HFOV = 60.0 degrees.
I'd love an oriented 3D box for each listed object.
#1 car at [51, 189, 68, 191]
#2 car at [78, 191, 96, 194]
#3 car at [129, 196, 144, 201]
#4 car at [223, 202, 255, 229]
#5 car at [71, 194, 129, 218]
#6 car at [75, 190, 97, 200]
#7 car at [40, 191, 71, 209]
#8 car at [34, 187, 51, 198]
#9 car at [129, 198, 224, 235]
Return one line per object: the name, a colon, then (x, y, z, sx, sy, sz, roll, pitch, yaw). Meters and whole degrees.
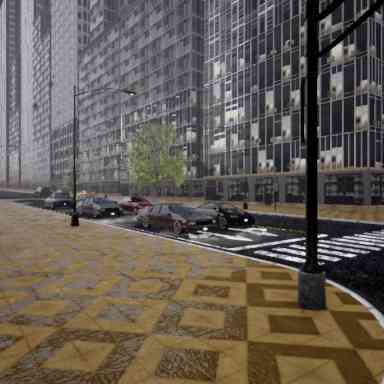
car: (-25.394, 0.272, 65.011, 1.837, 1.490, 4.892, 0, 1, -38)
car: (-11.065, 0.913, 35.777, 2.033, 1.411, 5.357, 0, 1, -38)
car: (-4.648, 1.083, 27.567, 1.812, 1.442, 4.674, 0, 1, -38)
car: (1.683, 1.309, 19.498, 1.994, 1.385, 4.181, 0, 1, -38)
car: (-7.226, 1.107, 25.588, 2.033, 1.411, 5.357, 0, 1, -38)
car: (-17.505, 0.485, 54.902, 1.882, 1.535, 5.008, 0, 1, -38)
car: (-13.437, 0.939, 33.535, 1.994, 1.385, 4.181, 0, 1, -38)
car: (-28.520, -0.025, 63.734, 2.150, 2.045, 5.566, 0, 1, -38)
car: (-1.007, 1.292, 17.662, 2.033, 1.411, 5.357, 0, 1, -38)
